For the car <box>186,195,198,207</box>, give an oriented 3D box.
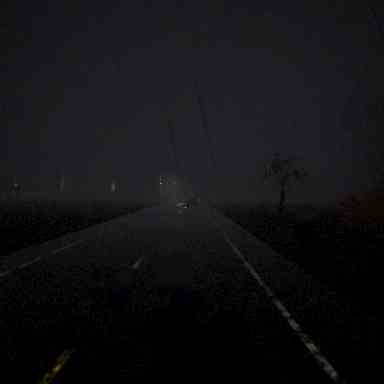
[{"bbox_3d":[0.000,1.656,54.160,2.033,1.411,5.357,0,0,0],"label":"car"}]
